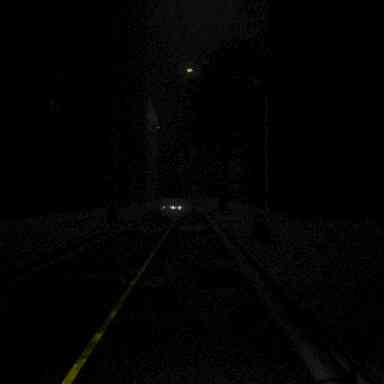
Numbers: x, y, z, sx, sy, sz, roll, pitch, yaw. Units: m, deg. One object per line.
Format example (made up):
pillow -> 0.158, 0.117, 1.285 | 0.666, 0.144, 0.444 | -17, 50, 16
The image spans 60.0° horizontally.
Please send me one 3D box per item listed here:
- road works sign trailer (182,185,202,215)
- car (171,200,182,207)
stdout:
road works sign trailer -> -0.008, 0.858, 39.577 | 2.380, 3.560, 2.880 | 0, -1, 0
car -> -3.028, 2.209, 65.370 | 1.994, 1.385, 4.181 | 0, -1, 0
